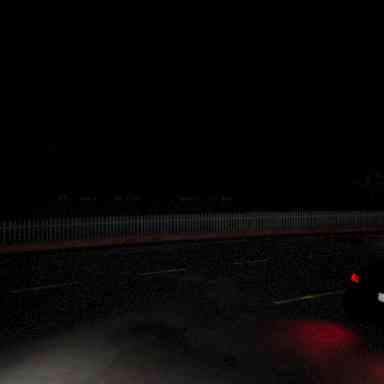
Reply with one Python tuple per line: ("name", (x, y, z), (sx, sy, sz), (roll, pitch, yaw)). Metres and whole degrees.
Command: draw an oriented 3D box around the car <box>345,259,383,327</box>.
("car", (4.746, 1.563, 5.745), (4.181, 1.385, 1.994), (0, 0, -24))
